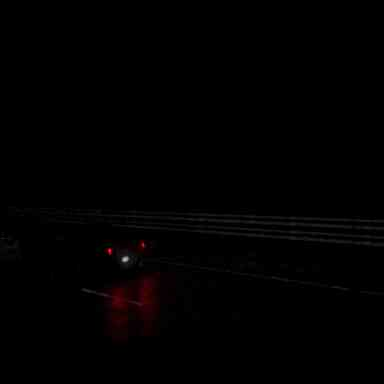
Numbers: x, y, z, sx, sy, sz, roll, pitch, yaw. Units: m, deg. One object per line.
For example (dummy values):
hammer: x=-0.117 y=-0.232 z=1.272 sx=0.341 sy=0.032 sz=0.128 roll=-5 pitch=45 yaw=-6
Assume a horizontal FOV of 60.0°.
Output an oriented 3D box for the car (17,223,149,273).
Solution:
car: x=-3.741 y=1.680 z=10.955 sx=4.718 sy=1.301 sz=1.895 roll=-1 pitch=0 yaw=35
